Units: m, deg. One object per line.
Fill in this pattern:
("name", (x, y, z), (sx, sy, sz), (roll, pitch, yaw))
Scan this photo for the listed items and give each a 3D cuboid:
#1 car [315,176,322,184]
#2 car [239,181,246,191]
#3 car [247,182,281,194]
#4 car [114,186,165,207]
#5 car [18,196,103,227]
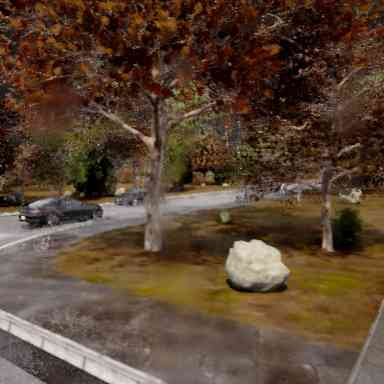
("car", (22.843, -2.091, 57.797), (1.994, 1.385, 4.181), (2, 5, 37))
("car", (7.890, -1.042, 43.785), (2.097, 1.767, 4.553), (2, 5, 37))
("car", (8.898, -0.626, 39.450), (2.128, 1.511, 4.902), (2, 5, 37))
("car", (-4.297, 0.325, 27.791), (1.837, 1.490, 4.892), (2, 5, 37))
("car", (-7.085, 0.965, 18.341), (1.812, 1.442, 4.674), (1, 4, 32))
